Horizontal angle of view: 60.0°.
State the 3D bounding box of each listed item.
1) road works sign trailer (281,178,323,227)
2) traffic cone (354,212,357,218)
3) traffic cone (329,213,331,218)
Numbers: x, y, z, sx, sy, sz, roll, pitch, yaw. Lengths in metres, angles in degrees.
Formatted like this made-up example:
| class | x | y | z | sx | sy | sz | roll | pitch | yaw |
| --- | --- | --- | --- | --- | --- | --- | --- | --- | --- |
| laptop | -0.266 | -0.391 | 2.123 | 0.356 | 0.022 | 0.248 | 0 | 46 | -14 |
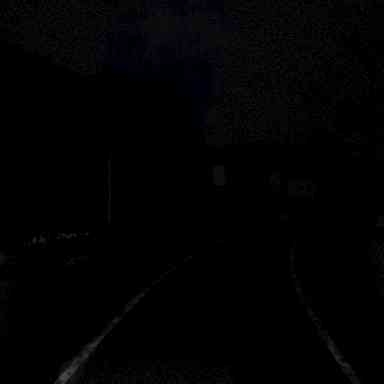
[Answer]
| class | x | y | z | sx | sy | sz | roll | pitch | yaw |
| --- | --- | --- | --- | --- | --- | --- | --- | --- | --- |
| road works sign trailer | 8.478 | 0.774 | 25.607 | 2.380 | 3.560 | 2.880 | 0 | -1 | 45 |
| traffic cone | 17.263 | 2.451 | 35.160 | 0.340 | 0.580 | 0.340 | 1 | 1 | 45 |
| traffic cone | 13.738 | 2.389 | 33.029 | 0.340 | 0.580 | 0.340 | 1 | 0 | 45 |
